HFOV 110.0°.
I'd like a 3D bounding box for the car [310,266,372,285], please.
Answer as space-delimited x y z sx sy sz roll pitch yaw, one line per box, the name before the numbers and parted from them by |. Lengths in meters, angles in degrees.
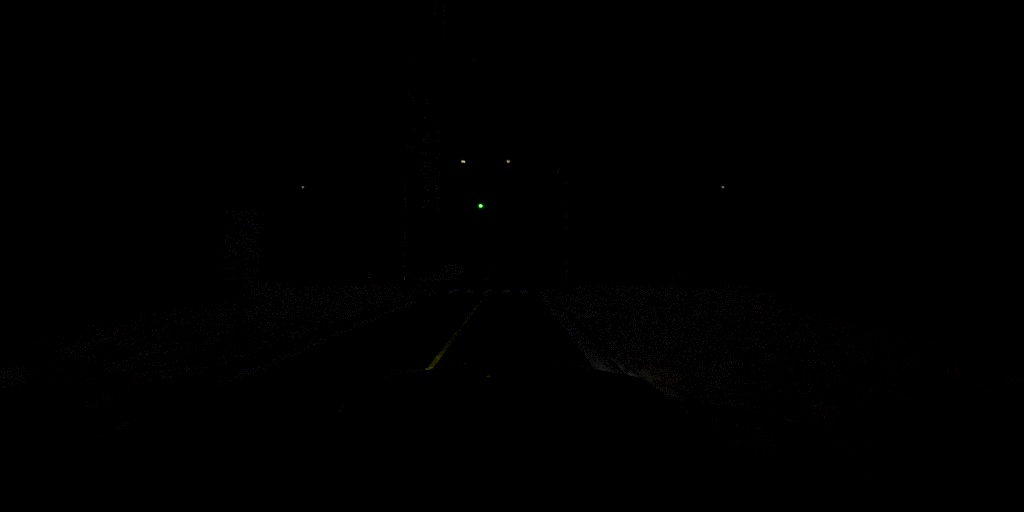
car | -14.534 1.619 30.483 4.902 1.511 2.128 0 -1 0
